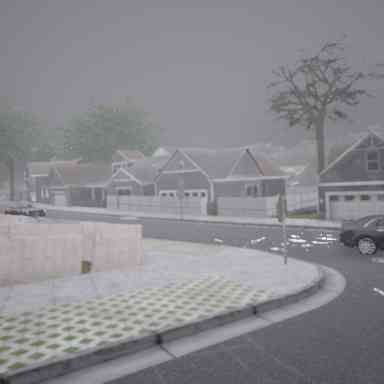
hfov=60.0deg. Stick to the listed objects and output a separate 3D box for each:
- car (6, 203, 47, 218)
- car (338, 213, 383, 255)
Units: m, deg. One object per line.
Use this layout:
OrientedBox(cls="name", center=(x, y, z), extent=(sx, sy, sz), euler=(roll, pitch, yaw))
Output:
OrientedBox(cls="car", center=(-14.645, 1.702, 29.344), extent=(4.718, 1.301, 1.895), euler=(0, 3, 42))
OrientedBox(cls="car", center=(8.055, 1.557, 12.244), extent=(4.892, 1.490, 1.837), euler=(-2, 1, 32))
